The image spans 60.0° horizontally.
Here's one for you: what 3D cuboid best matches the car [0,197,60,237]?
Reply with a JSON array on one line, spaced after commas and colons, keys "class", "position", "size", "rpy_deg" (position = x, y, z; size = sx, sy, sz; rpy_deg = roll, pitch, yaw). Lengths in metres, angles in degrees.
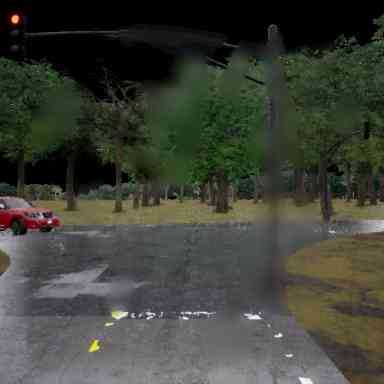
[{"class": "car", "position": [-9.911, 1.258, 17.862], "size": [5.566, 2.045, 2.150], "rpy_deg": [-2, -3, 17]}]
